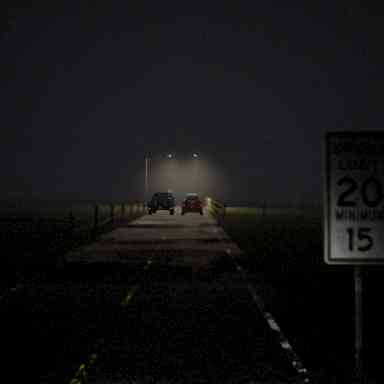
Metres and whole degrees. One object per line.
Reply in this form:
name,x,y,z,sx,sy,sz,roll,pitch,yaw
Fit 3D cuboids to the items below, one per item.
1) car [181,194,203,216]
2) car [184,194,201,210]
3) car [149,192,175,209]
car,0.021,1.378,33.478,2.097,1.767,4.553,0,0,0
car,0.039,1.261,44.922,2.150,2.045,5.566,0,0,0
car,-2.732,0.967,31.283,2.150,2.045,5.566,0,0,0
